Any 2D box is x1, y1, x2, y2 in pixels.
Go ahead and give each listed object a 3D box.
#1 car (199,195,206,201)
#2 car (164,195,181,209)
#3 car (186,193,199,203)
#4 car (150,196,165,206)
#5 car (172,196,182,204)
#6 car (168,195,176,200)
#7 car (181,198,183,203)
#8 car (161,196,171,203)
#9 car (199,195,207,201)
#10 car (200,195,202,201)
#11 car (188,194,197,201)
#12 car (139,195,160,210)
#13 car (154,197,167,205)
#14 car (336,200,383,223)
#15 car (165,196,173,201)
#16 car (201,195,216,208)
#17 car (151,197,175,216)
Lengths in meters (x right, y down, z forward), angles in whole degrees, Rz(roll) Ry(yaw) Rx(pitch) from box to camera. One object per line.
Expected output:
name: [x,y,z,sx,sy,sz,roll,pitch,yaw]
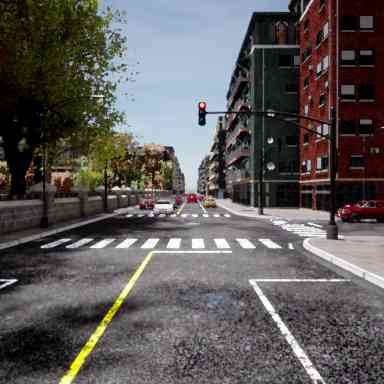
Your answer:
car: [2.736,1.592,88.214,1.887,1.381,4.507,0,0,0]
car: [-3.068,1.558,46.450,2.033,1.411,5.357,0,0,0]
car: [0.039,1.250,69.281,2.150,2.045,5.566,0,0,0]
car: [-5.663,1.457,55.007,1.967,1.590,4.097,0,0,0]
car: [-2.962,1.553,67.690,1.812,1.442,4.674,0,0,0]
car: [-5.642,1.579,93.583,1.752,1.417,4.829,0,0,0]
car: [-3.039,1.496,57.332,1.882,1.535,5.008,0,0,1]
car: [-5.654,1.612,71.612,1.802,1.307,4.206,0,0,0]
car: [2.733,1.586,82.679,1.887,1.381,4.507,0,0,0]
car: [2.718,1.561,55.003,1.887,1.381,4.507,0,0,0]
car: [0.044,1.305,79.641,2.097,1.767,4.553,0,0,0]
car: [-5.669,1.324,43.937,2.192,1.841,5.009,0,0,0]
car: [-5.660,1.566,60.542,1.887,1.381,4.507,0,0,0]
car: [14.631,1.591,27.353,5.009,1.841,2.192,1,-1,0]
car: [-5.647,1.623,82.683,1.802,1.307,4.206,0,0,0]
car: [2.715,1.538,49.638,1.752,1.417,4.829,0,0,0]
car: [-2.854,1.529,33.159,1.812,1.442,4.674,0,0,-4]
